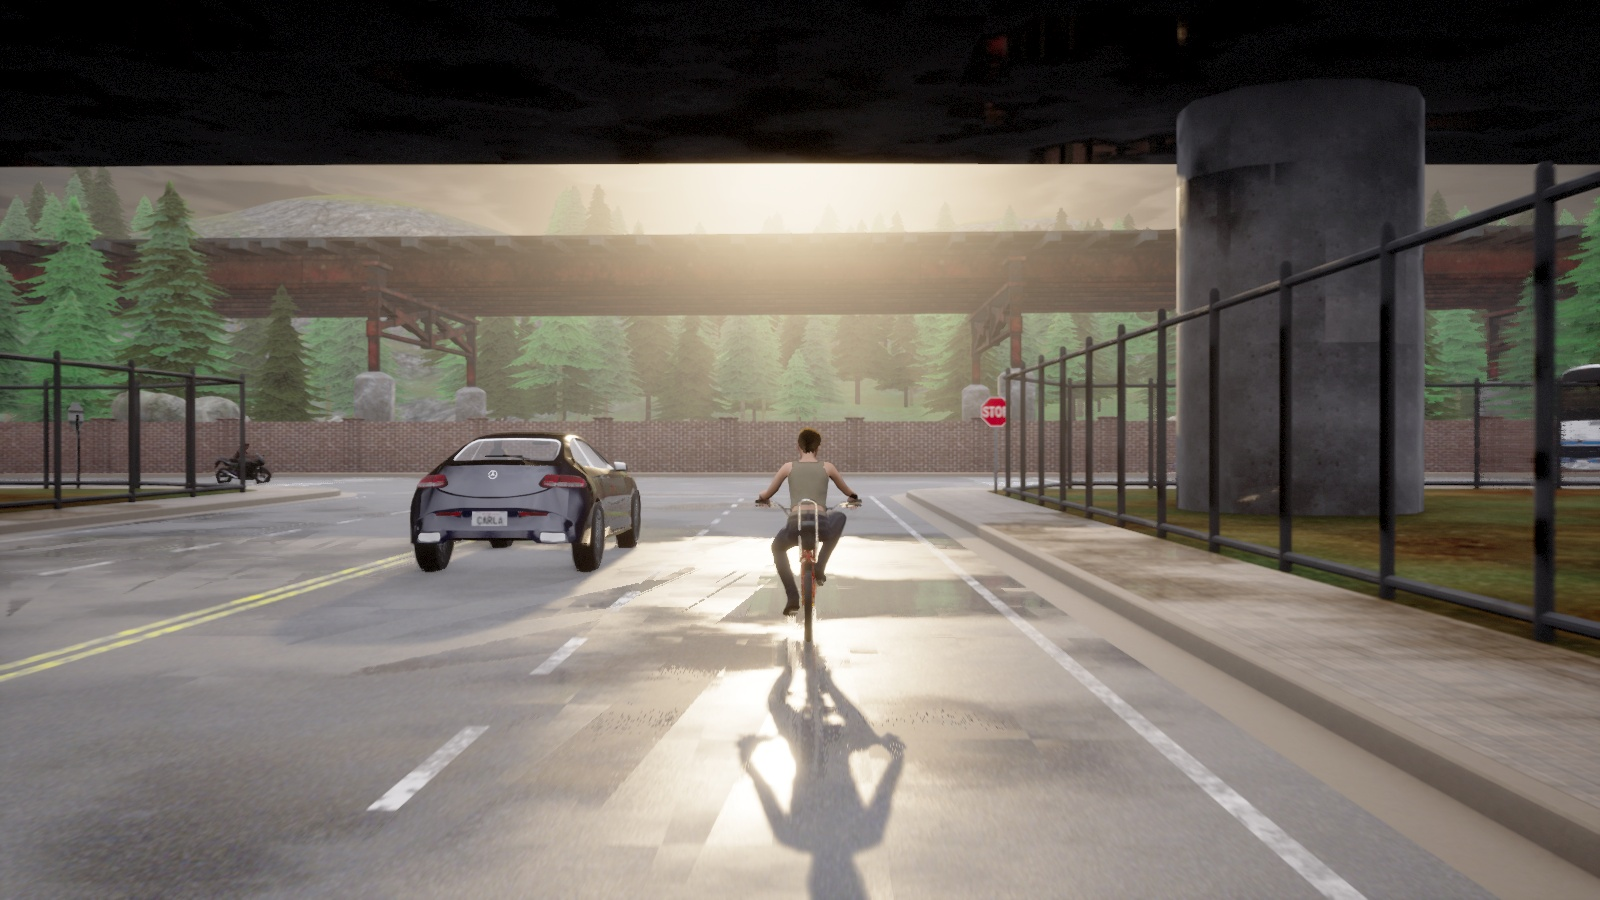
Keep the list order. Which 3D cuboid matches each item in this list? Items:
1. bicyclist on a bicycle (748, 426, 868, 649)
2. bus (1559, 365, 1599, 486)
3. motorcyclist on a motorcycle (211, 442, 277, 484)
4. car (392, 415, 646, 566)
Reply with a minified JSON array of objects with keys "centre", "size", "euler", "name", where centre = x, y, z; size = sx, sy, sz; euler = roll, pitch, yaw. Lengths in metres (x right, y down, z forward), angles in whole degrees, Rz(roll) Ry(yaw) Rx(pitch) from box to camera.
[{"centre":[0.066,0.628,9.830],"size":[0.866,1.612,1.509],"euler":[0,0,1],"name":"bicyclist on a bicycle"},{"centre":[33.236,-0.854,44.487],"size":[10.273,4.253,3.944],"euler":[0,0,1],"name":"bus"},{"centre":[-20.101,0.456,45.427],"size":[2.044,1.523,0.797],"euler":[0,0,0],"name":"motorcyclist on a motorcycle"},{"centre":[-3.392,0.431,16.289],"size":[2.152,1.651,5.027],"euler":[0,0,0],"name":"car"}]
